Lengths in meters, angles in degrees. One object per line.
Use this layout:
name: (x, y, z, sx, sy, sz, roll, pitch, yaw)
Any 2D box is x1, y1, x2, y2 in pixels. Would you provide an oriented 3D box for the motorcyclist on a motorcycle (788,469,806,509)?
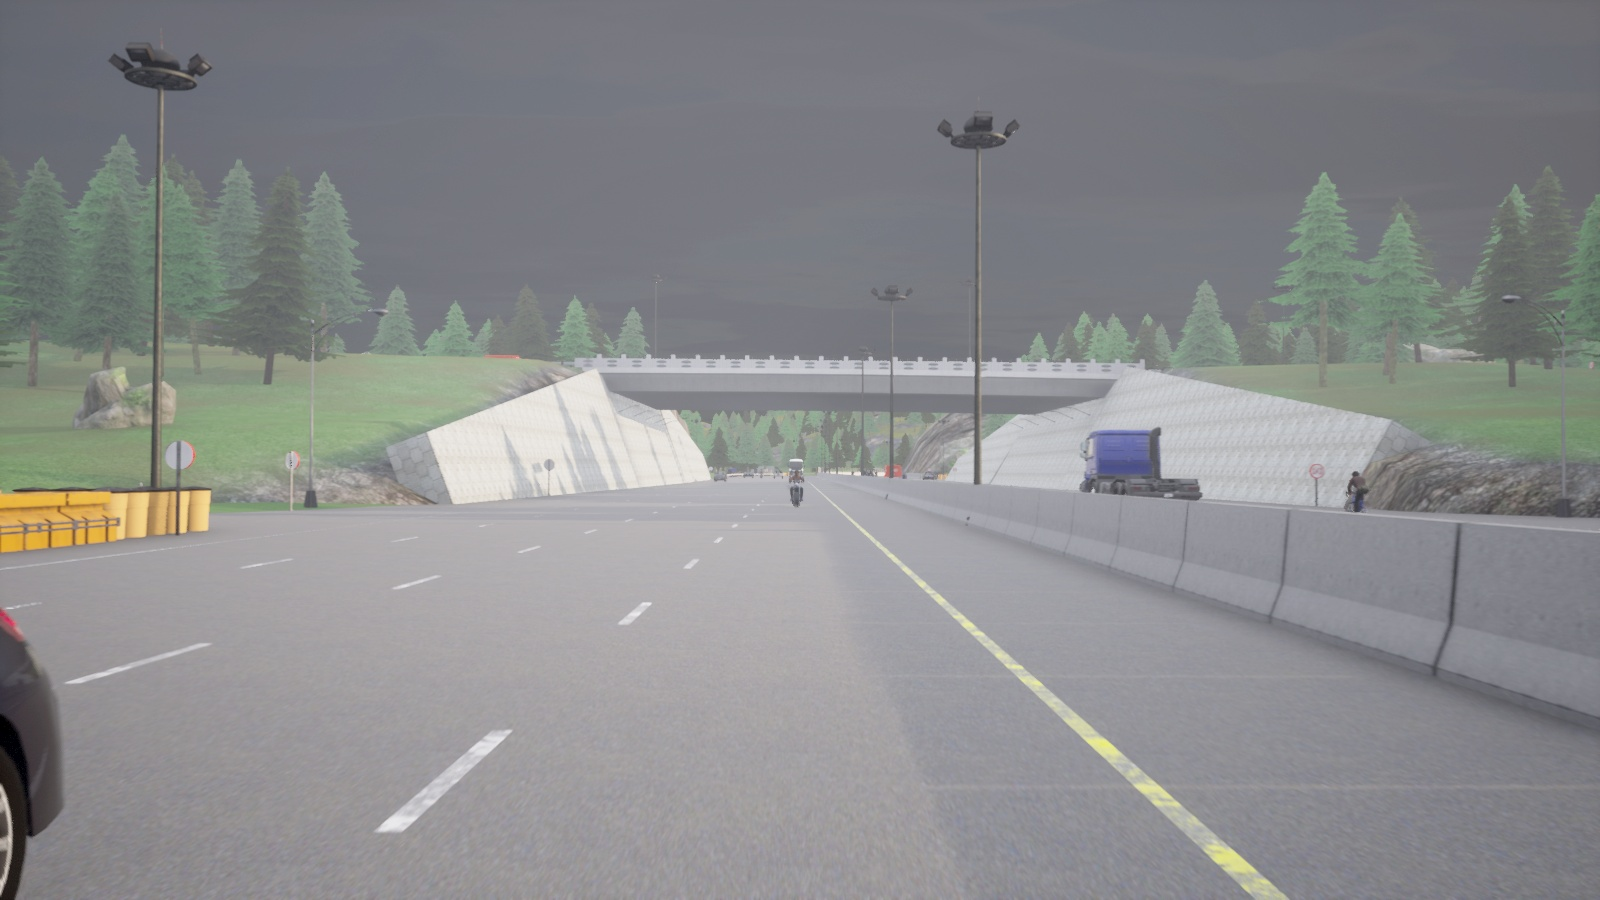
motorcyclist on a motorcycle: (-0.133, 1.679, 54.669, 0.766, 1.649, 2.350, 0, -1, 0)

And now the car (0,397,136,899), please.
car: (-3.506, 0.642, 2.084, 2.152, 1.651, 5.027, 0, -1, 0)

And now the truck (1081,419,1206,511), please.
truck: (13.872, 0.635, 51.376, 2.891, 3.462, 7.936, 0, -1, 0)
